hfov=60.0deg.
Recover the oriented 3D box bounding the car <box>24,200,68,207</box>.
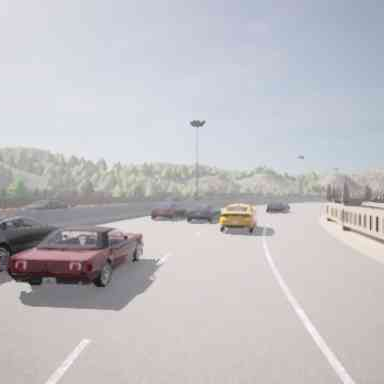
[{"bbox_3d":[-12.939,1.465,29.119,2.128,1.511,4.902,0,0,17],"label":"car"}]

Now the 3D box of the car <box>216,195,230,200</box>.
[{"bbox_3d":[5.840,1.301,64.900,1.837,1.490,4.892,0,0,34],"label":"car"}]

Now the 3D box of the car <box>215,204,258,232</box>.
[{"bbox_3d":[2.950,1.487,20.509,1.882,1.535,5.008,0,0,14],"label":"car"}]

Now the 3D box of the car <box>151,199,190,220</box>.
[{"bbox_3d":[-1.891,1.573,28.588,1.994,1.385,4.181,0,0,18],"label":"car"}]

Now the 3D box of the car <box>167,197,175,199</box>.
[{"bbox_3d":[-3.388,1.626,57.594,1.837,1.490,4.892,0,-1,34],"label":"car"}]

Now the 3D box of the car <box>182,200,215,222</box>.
[{"bbox_3d":[1.038,1.576,26.314,1.994,1.385,4.181,0,0,18],"label":"car"}]

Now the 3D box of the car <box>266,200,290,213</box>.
[{"bbox_3d":[10.067,1.635,38.725,1.994,1.385,4.181,0,0,27],"label":"car"}]

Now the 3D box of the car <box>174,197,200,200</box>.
[{"bbox_3d":[-0.154,1.595,49.557,1.837,1.490,4.892,0,-1,31],"label":"car"}]

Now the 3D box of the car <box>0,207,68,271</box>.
[{"bbox_3d":[-6.038,1.460,10.756,2.128,1.511,4.902,0,0,7],"label":"car"}]

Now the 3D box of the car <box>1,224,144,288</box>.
[{"bbox_3d":[-2.749,1.583,9.205,1.895,1.301,4.718,0,0,6],"label":"car"}]
